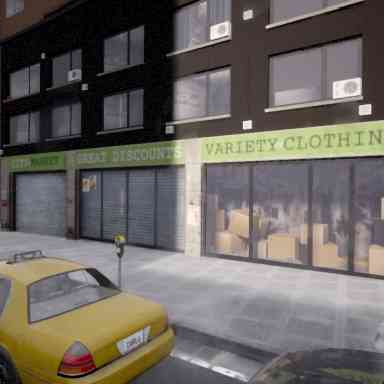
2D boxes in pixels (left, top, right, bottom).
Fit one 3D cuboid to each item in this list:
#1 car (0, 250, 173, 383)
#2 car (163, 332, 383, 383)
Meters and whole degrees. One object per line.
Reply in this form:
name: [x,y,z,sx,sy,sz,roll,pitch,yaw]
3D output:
car: [-2.510,1.524,4.801,4.829,1.417,1.752,0,1,35]
car: [2.229,1.551,1.534,4.403,1.369,2.008,0,1,35]
